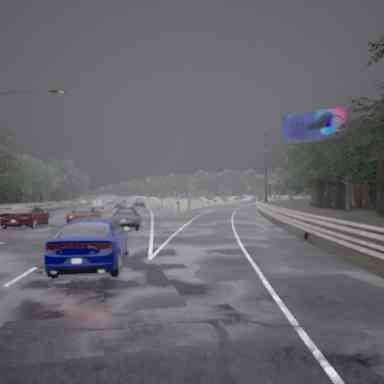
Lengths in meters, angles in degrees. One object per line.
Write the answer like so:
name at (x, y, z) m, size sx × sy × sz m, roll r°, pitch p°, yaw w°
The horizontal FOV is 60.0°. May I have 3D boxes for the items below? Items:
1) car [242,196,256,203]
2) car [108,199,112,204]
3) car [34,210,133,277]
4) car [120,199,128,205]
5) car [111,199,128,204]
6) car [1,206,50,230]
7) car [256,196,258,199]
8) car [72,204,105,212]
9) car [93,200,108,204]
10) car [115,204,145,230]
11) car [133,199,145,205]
car at (13.387, 1.872, 80.097) m, size 1.812 × 1.442 × 4.674 m, roll 0°, pitch 0°, yaw 22°
car at (-22.204, 2.670, 91.393) m, size 2.128 × 1.511 × 4.902 m, roll 0°, pitch -1°, yaw -11°
car at (-3.111, 1.568, 10.643) m, size 1.882 × 1.535 × 5.008 m, roll 0°, pitch 0°, yaw -6°
car at (-18.809, 2.664, 92.271) m, size 2.128 × 1.511 × 4.902 m, roll 0°, pitch -1°, yaw -11°
car at (-12.844, 2.201, 59.652) m, size 2.033 × 1.411 × 5.357 m, roll 0°, pitch -1°, yaw -9°
car at (-11.472, 1.708, 23.284) m, size 1.882 × 1.535 × 5.008 m, roll 0°, pitch 0°, yaw -7°
car at (17.376, 1.750, 89.449) m, size 2.128 × 1.511 × 4.902 m, roll 0°, pitch 0°, yaw 28°
car at (-8.250, 1.844, 25.942) m, size 1.895 × 1.301 × 4.718 m, roll 0°, pitch -1°, yaw -7°
car at (-15.968, 2.158, 56.776) m, size 1.812 × 1.442 × 4.674 m, roll 0°, pitch -1°, yaw -9°
car at (-4.459, 1.766, 22.689) m, size 1.994 × 1.385 × 4.181 m, roll 0°, pitch -1°, yaw -6°
car at (-9.498, 1.995, 60.029) m, size 2.097 × 1.767 × 4.553 m, roll 0°, pitch -1°, yaw -9°
